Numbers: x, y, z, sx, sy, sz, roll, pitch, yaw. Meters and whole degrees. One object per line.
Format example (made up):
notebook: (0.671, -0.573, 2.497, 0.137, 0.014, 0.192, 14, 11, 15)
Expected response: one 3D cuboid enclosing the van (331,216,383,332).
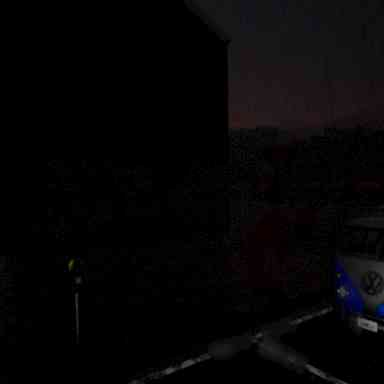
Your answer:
van: (4.086, 1.258, 5.757, 3.998, 1.788, 1.690, -1, 0, -36)
